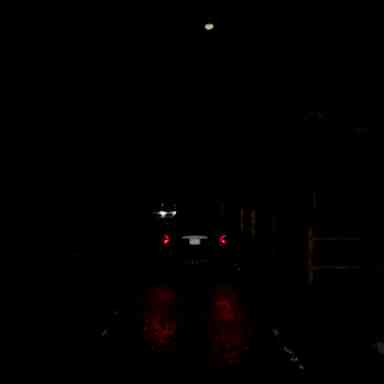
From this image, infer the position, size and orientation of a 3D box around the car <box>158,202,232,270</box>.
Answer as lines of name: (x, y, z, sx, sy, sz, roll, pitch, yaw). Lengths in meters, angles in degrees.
car: (0.085, 1.384, 11.249, 2.097, 1.767, 4.553, 0, 0, 0)

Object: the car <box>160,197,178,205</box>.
car: (-2.833, 1.523, 42.405, 2.097, 1.767, 4.553, 0, 0, 0)

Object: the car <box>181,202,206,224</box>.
car: (0.088, 1.596, 26.805, 1.837, 1.490, 4.892, 0, 0, 0)
